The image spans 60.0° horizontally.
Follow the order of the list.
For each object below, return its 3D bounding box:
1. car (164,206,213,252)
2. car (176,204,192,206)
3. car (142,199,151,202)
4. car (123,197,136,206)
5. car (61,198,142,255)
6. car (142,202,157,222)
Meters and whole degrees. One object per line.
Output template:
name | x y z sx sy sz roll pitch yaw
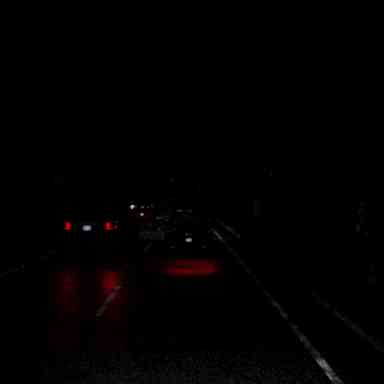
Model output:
car | -0.168 1.613 14.620 1.882 1.535 5.008 0 0 -1
car | -0.703 1.765 29.527 2.128 1.511 4.902 0 0 -2
car | -9.982 2.211 71.752 1.994 1.385 4.181 0 -1 -3
car | -13.478 2.013 71.590 2.097 1.767 4.553 0 -1 -3
car | -3.660 1.348 14.077 2.150 2.045 5.566 0 0 -1
car | -4.200 1.837 29.400 1.994 1.385 4.181 0 0 -2
